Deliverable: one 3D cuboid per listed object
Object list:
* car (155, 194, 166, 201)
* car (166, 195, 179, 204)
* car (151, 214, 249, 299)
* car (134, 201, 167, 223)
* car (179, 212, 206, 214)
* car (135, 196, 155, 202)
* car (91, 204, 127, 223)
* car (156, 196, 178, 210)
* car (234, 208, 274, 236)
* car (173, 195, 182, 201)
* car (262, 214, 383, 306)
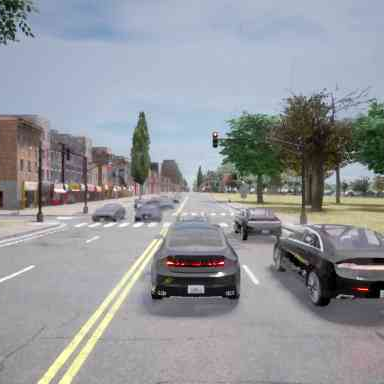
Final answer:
[{"bbox_3d":[-6.591,1.513,62.160,2.033,1.411,5.357,0,0,0],"label":"car"},{"bbox_3d":[-3.343,1.569,61.845,1.895,1.301,4.718,0,0,0],"label":"car"},{"bbox_3d":[0.078,1.531,8.466,1.837,1.490,4.892,0,0,0],"label":"car"},{"bbox_3d":[-3.362,1.692,26.711,1.994,1.385,4.181,0,0,0],"label":"car"},{"bbox_3d":[0.045,1.689,17.771,1.895,1.301,4.718,0,0,0],"label":"car"},{"bbox_3d":[-6.617,1.597,44.684,2.128,1.511,4.902,0,0,0],"label":"car"},{"bbox_3d":[-6.614,1.679,27.185,2.033,1.411,5.357,0,0,0],"label":"car"},{"bbox_3d":[-3.367,1.647,45.708,2.033,1.411,5.357,0,0,0],"label":"car"},{"bbox_3d":[3.290,1.577,17.236,2.128,1.511,4.902,0,0,0],"label":"car"},{"bbox_3d":[-3.282,1.364,77.644,1.994,1.385,4.181,0,0,0],"label":"car"},{"bbox_3d":[3.327,1.515,8.026,2.128,1.511,4.902,0,0,0],"label":"car"}]
